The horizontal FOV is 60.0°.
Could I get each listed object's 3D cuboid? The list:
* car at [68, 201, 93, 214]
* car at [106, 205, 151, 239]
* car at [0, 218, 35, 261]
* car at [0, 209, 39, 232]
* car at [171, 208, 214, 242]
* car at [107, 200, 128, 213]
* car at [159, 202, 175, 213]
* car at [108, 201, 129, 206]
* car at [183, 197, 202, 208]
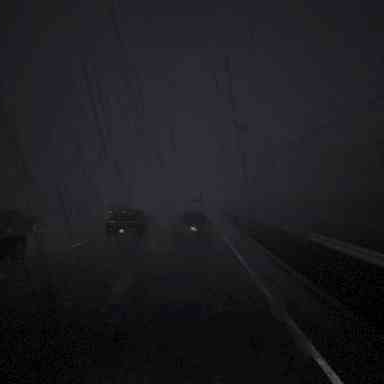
[{"bbox_3d":[-13.906,1.959,41.641,1.837,1.490,4.892,0,0,0],"label":"car"},{"bbox_3d":[-3.408,1.695,18.528,2.128,1.511,4.902,0,0,0],"label":"car"},{"bbox_3d":[-6.930,1.712,10.103,1.895,1.301,4.718,0,-1,0],"label":"car"},{"bbox_3d":[-10.407,1.711,18.741,1.837,1.490,4.892,0,0,0],"label":"car"},{"bbox_3d":[0.090,1.756,17.563,1.994,1.385,4.181,0,-1,0],"label":"car"},{"bbox_3d":[-10.407,1.985,46.738,1.882,1.535,5.008,0,0,0],"label":"car"},{"bbox_3d":[-3.406,2.055,45.150,1.994,1.385,4.181,0,-1,0],"label":"car"},{"bbox_3d":[-6.905,1.907,33.066,2.033,1.411,5.357,0,-1,0],"label":"car"},{"bbox_3d":[0.093,1.691,43.106,2.150,2.045,5.566,0,0,0],"label":"car"}]
